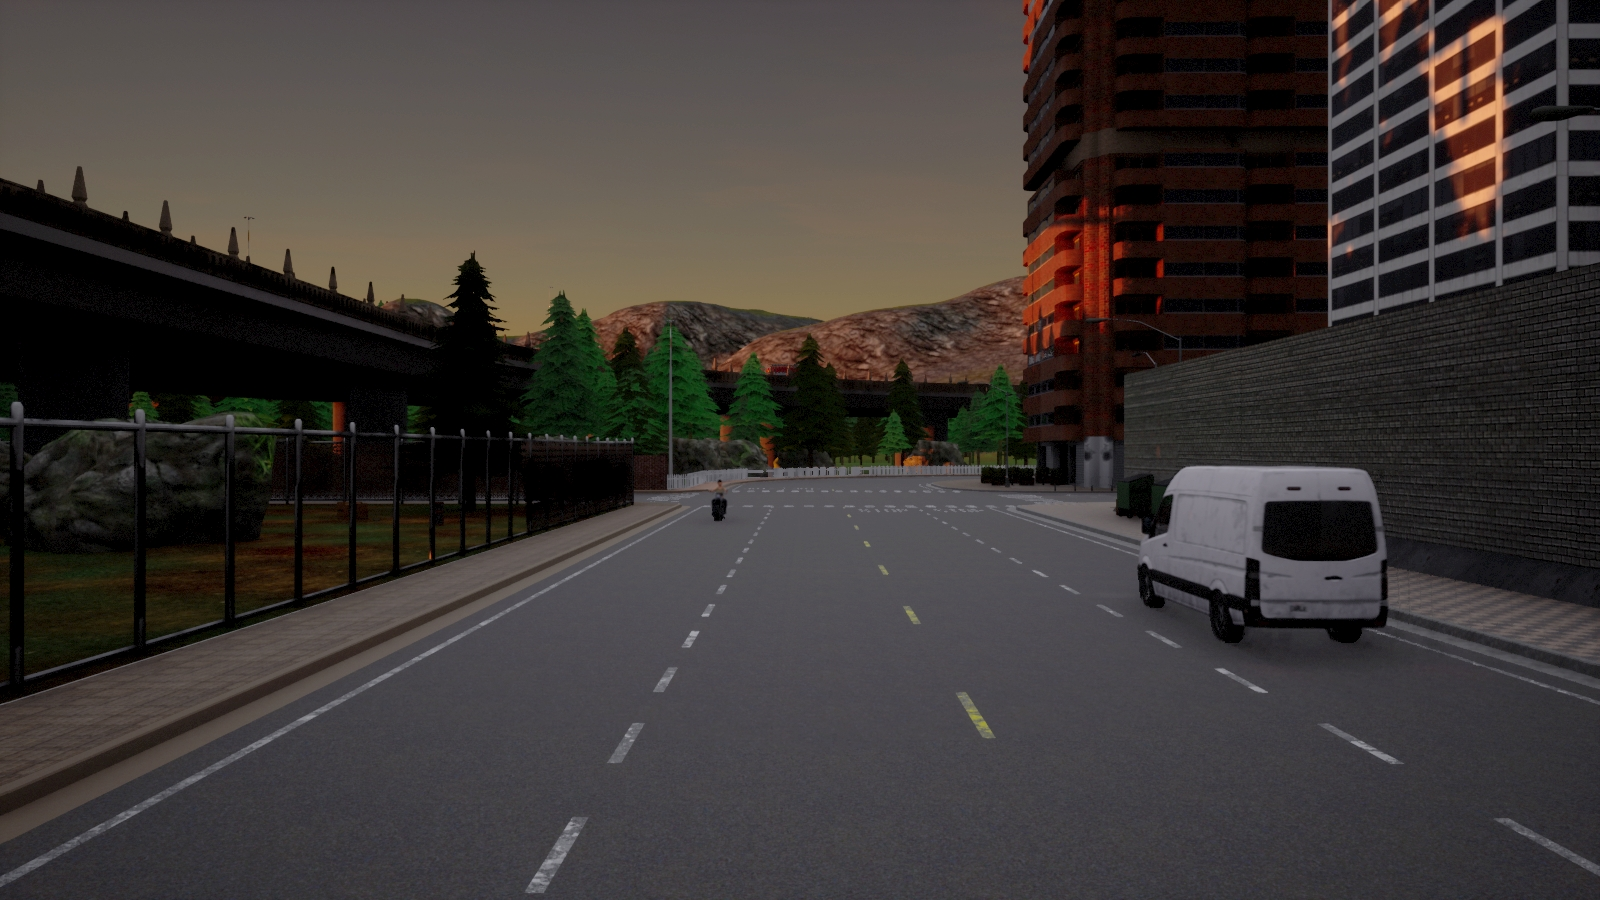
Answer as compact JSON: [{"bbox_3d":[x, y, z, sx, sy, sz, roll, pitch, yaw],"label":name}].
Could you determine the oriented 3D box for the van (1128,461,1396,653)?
[{"bbox_3d":[7.129,1.479,18.504,1.988,2.561,5.915,0,0,0],"label":"van"}]

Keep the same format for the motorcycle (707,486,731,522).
[{"bbox_3d":[-3.187,2.099,45.080,0.764,1.307,2.356,0,0,0],"label":"motorcycle"}]
